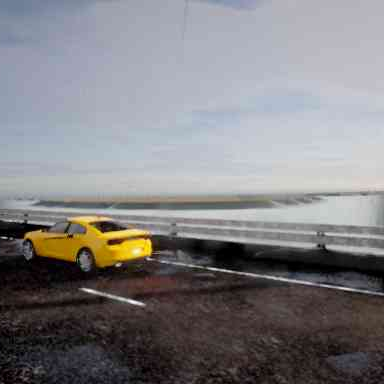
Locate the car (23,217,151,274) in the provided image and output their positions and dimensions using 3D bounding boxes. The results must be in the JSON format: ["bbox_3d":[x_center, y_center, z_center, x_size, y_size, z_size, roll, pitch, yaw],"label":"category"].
[{"bbox_3d":[-3.581,1.549,10.871,5.008,1.535,1.882,0,0,36],"label":"car"}]
